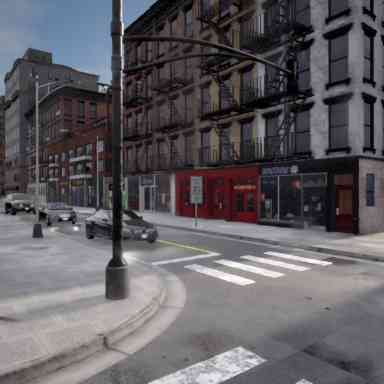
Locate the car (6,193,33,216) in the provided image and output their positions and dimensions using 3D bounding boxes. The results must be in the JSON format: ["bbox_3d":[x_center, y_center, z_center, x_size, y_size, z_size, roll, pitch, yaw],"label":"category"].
[{"bbox_3d":[-16.725,1.162,32.585,2.150,2.045,5.566,0,1,-37],"label":"car"}]

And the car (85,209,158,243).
[{"bbox_3d":[-3.383,1.508,15.235,1.812,1.442,4.674,0,0,-39],"label":"car"}]

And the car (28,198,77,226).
[{"bbox_3d":[-9.645,1.456,23.357,2.128,1.511,4.902,0,0,-37],"label":"car"}]
